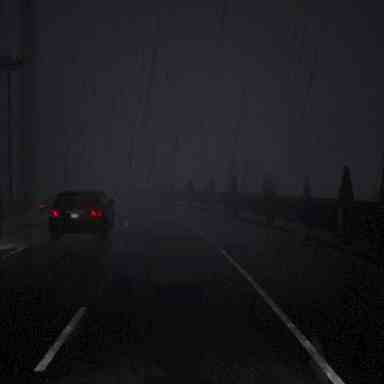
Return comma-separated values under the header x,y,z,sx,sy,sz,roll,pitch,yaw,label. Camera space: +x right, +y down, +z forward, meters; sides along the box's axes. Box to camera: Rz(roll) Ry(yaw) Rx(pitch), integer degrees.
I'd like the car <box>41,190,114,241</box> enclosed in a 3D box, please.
x,y,z,sx,sy,sz,roll,pitch,yaw,label
-4.854,0.925,15.208,2.150,2.045,5.566,0,1,-9,car

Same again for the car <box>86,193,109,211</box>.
x,y,z,sx,sy,sz,roll,pitch,yaw,label
-9.248,0.894,32.372,1.837,1.490,4.892,0,1,-19,car

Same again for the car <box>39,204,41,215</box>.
x,y,z,sx,sy,sz,roll,pitch,yaw,label
-11.154,1.043,27.033,2.033,1.411,5.357,0,1,-16,car
